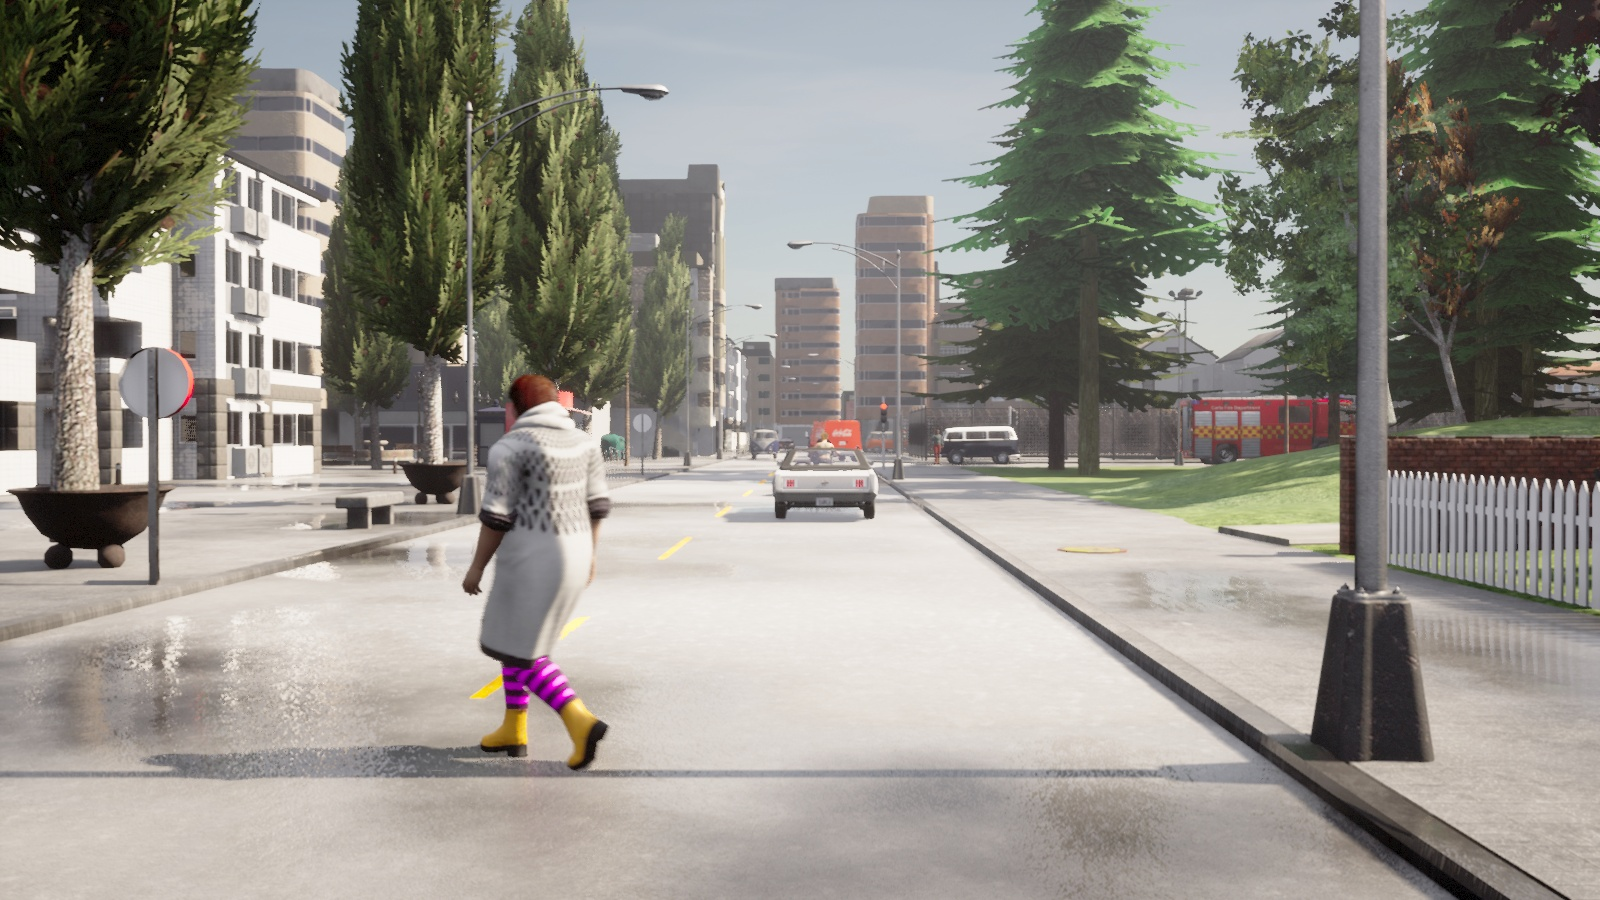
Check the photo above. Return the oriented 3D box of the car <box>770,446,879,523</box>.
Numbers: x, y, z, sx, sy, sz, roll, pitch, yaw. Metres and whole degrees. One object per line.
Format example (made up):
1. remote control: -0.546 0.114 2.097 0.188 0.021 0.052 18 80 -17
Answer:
1. car: 0.470 0.593 24.169 1.895 1.301 4.718 0 1 1

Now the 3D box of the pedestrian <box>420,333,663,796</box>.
1. pedestrian: -1.182 0.480 5.789 0.873 1.952 0.659 0 1 27

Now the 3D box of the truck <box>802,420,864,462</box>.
1. truck: 1.952 -0.540 76.399 2.627 2.467 5.204 -1 1 -12

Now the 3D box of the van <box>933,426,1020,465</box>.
1. van: 9.524 -0.243 68.019 4.480 2.038 2.069 -1 1 1

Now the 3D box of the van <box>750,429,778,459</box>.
1. van: -2.450 -0.406 86.205 1.775 1.987 4.442 0 1 1

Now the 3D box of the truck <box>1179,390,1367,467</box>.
1. truck: 23.889 -1.073 63.750 8.468 3.827 2.891 0 1 1

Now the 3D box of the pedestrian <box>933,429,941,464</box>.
1. pedestrian: 7.128 -0.183 65.331 0.353 1.847 0.614 0 1 1
